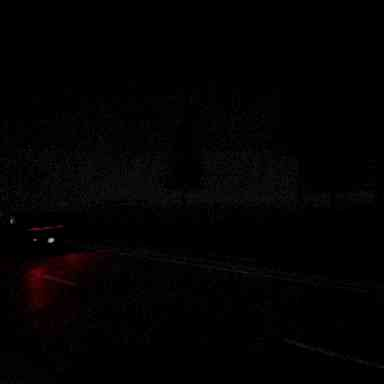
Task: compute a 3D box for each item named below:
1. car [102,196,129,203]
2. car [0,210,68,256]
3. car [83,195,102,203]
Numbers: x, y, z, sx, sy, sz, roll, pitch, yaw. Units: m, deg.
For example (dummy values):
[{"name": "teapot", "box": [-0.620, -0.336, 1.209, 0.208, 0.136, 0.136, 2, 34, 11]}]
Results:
[{"name": "car", "box": [-14.855, 1.577, 65.695, 1.895, 1.301, 4.718, 0, 0, 35]}, {"name": "car", "box": [-6.933, 1.487, 13.165, 4.902, 1.511, 2.128, 0, 0, 36]}, {"name": "car", "box": [-20.580, 1.331, 69.719, 2.097, 1.767, 4.553, 0, 0, 35]}]
